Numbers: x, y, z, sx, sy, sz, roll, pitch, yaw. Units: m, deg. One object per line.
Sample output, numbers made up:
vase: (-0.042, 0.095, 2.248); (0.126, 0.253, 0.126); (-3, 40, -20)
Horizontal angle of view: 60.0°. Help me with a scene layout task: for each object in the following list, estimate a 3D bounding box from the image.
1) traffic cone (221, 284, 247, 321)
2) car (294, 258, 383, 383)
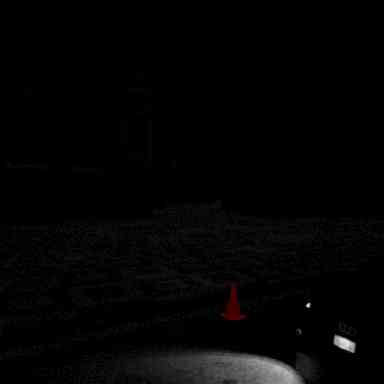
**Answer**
traffic cone: (0.761, 1.964, 6.053); (0.340, 0.580, 0.340); (1, 0, -31)
car: (3.527, 1.603, 4.812); (4.181, 1.385, 1.994); (1, 0, -28)
